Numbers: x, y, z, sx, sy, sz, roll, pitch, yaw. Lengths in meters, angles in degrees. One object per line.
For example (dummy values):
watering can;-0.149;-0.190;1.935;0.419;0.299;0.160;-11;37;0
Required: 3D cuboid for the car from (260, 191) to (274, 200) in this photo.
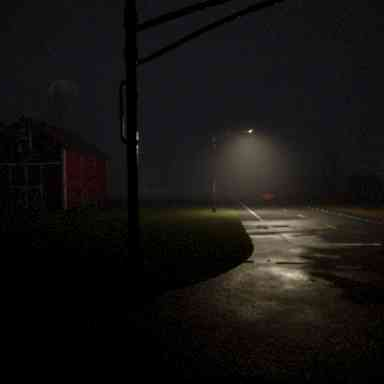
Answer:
car;13.505;0.581;60.198;2.097;1.767;4.553;-1;1;5
